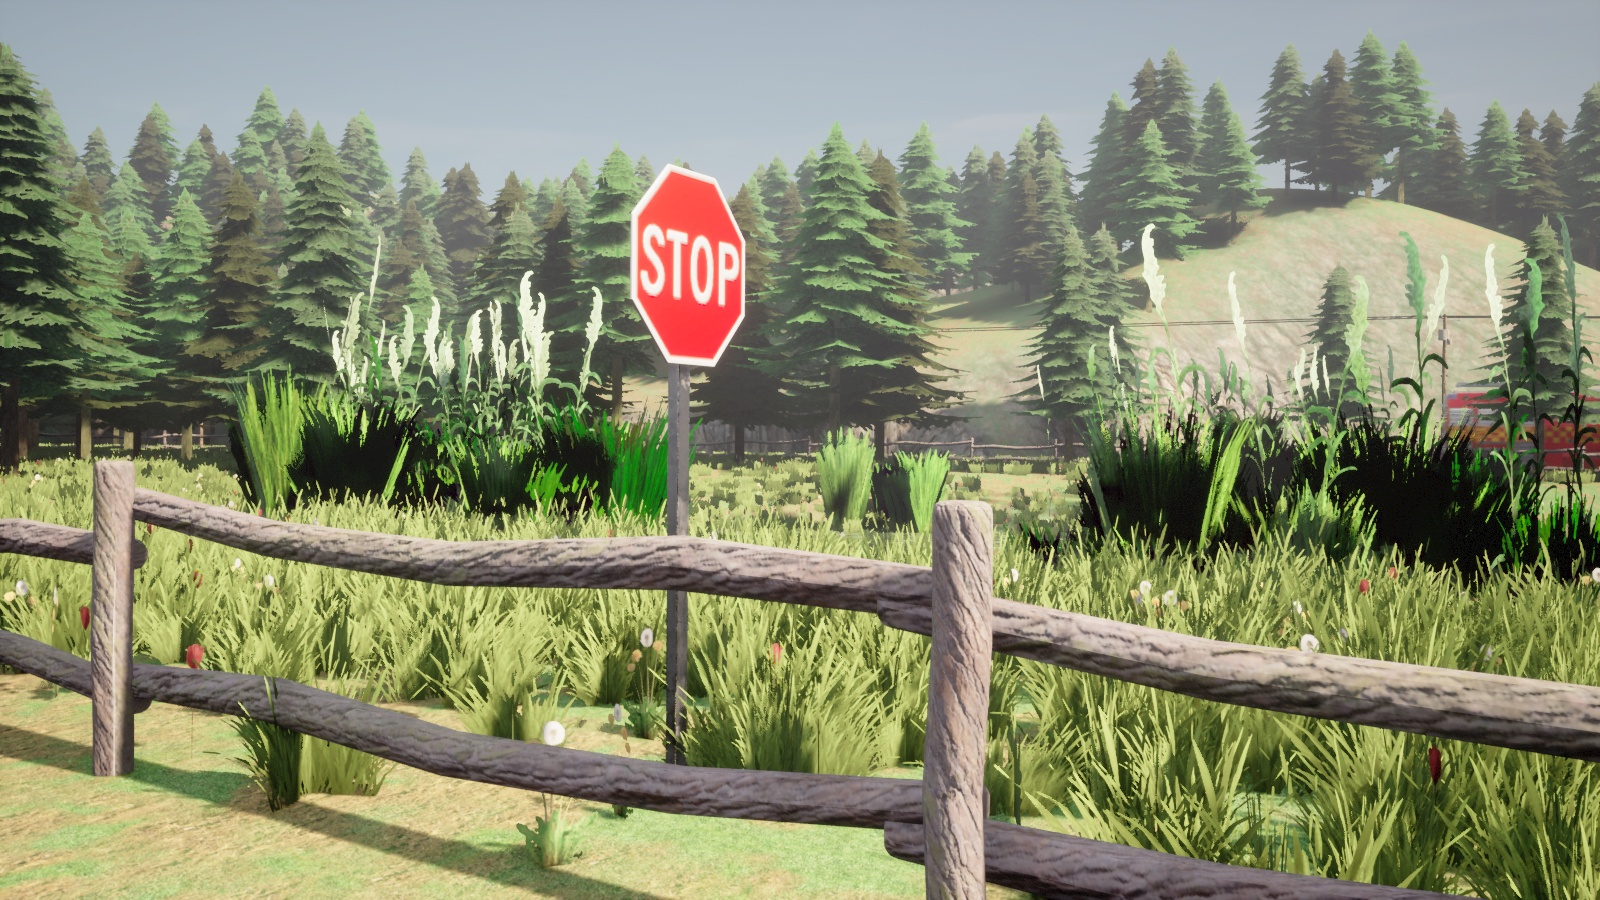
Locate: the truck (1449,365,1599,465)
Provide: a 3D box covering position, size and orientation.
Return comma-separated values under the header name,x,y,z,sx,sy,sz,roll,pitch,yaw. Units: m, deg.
name,x,y,z,sx,sy,sz,roll,pitch,yaw
truck,30.574,-1.356,49.843,8.468,3.827,2.891,0,1,26
